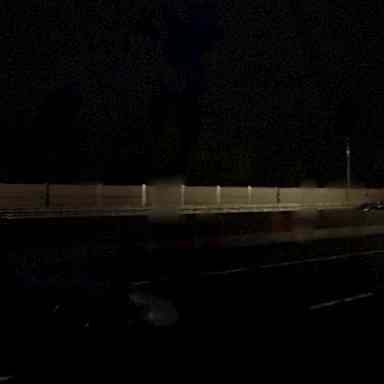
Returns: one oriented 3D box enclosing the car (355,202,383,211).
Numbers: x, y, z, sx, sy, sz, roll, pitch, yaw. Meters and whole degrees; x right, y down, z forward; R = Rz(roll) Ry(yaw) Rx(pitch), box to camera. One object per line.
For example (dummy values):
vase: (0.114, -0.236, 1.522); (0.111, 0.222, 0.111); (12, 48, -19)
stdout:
car: (21.365, 1.932, 39.339); (4.892, 1.490, 1.837); (0, -1, -29)

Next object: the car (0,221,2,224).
car: (-11.970, 1.783, 16.869); (4.181, 1.385, 1.994); (0, -1, -29)

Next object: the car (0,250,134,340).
car: (-3.712, 1.617, 5.213); (5.357, 1.411, 2.033); (0, -1, -29)
